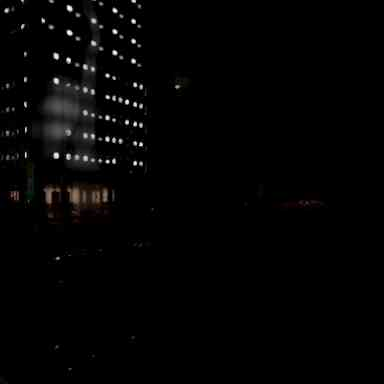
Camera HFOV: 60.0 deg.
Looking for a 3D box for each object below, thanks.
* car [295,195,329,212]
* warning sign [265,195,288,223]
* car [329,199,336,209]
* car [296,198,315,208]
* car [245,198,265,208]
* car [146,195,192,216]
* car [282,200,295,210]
[{"bbox_3d":[15.529,1.417,42.850,2.150,2.045,5.566,0,0,34],"label":"car"},{"bbox_3d":[5.967,1.190,23.555,1.300,1.860,1.060,1,0,34],"label":"warning sign"},{"bbox_3d":[21.025,1.728,51.678,1.882,1.535,5.008,0,0,31],"label":"car"},{"bbox_3d":[18.245,1.768,53.361,1.812,1.442,4.674,0,0,31],"label":"car"},{"bbox_3d":[9.868,1.710,52.168,1.837,1.490,4.892,0,-1,32],"label":"car"},{"bbox_3d":[-2.236,1.288,34.085,2.150,2.045,5.566,0,0,34],"label":"car"},{"bbox_3d":[13.240,1.793,45.291,1.895,1.301,4.718,0,0,33],"label":"car"}]
